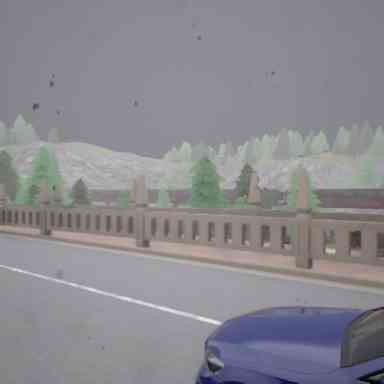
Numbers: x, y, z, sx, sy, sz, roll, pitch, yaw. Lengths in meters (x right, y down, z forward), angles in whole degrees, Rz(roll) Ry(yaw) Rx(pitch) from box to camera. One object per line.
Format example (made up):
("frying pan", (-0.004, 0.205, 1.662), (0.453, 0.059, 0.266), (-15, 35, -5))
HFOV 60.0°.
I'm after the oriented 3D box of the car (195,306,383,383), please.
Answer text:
("car", (2.213, 1.526, 2.413), (4.674, 1.442, 1.812), (0, 0, 35))
